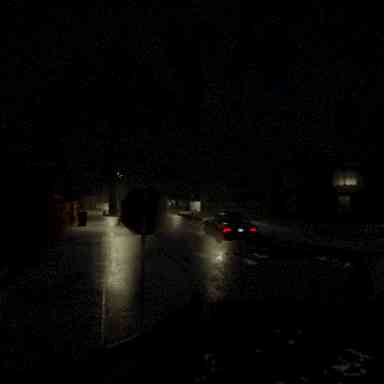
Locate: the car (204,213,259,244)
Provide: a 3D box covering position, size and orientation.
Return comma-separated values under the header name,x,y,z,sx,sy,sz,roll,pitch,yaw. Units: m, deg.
name,x,y,z,sx,sy,sz,roll,pitch,yaw
car,1.885,1.795,17.316,2.033,1.411,5.357,1,-1,-7
